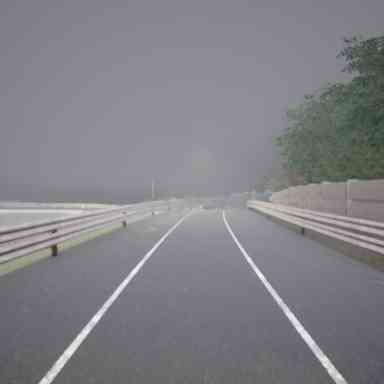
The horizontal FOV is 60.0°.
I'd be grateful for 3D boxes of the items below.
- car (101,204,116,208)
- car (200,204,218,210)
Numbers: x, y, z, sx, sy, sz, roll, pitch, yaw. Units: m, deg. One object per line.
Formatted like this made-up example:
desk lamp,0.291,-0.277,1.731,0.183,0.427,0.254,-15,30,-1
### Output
car,-16.851,3.346,71.585,5.357,1.411,2.033,3,-5,-34
car,4.601,4.313,89.867,2.150,2.045,5.566,-3,-5,42
